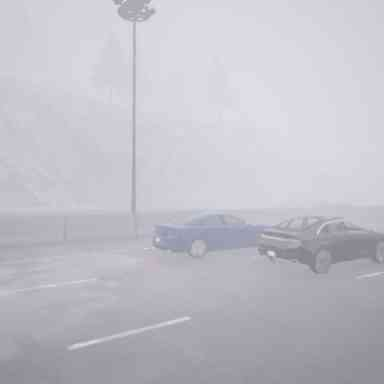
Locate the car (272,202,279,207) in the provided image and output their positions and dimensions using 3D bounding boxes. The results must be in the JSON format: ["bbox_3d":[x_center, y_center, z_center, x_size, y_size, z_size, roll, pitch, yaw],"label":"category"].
[{"bbox_3d":[12.518,1.533,42.328,4.892,1.490,1.837,1,0,-23],"label":"car"}]

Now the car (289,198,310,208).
[{"bbox_3d":[13.324,1.580,35.108,5.357,1.411,2.033,0,0,-24],"label":"car"}]

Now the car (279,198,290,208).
[{"bbox_3d":[13.052,1.521,38.750,4.902,1.511,2.128,0,0,-23],"label":"car"}]

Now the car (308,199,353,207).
[{"bbox_3d":[13.666,1.636,31.420,4.718,1.301,1.895,0,0,-24],"label":"car"}]

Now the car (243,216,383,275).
[{"bbox_3d":[4.281,1.502,10.501,4.902,1.511,2.128,0,0,-31],"label":"car"}]

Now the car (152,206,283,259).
[{"bbox_3d":[0.937,1.475,12.578,5.008,1.535,1.882,0,0,-32],"label":"car"}]
